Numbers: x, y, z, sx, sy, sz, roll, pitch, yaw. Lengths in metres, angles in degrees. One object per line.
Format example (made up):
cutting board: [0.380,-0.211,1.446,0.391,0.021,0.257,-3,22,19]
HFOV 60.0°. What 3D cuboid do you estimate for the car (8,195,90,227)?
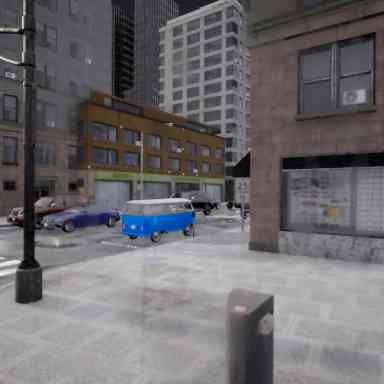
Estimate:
car: [-8.353,1.147,20.326,2.192,1.841,5.009,1,1,35]

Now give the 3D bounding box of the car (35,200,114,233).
car: [-6.129,1.371,18.881,1.812,1.442,4.674,0,1,35]

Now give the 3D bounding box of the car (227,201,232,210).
car: [5.495,1.198,35.331,1.895,1.301,4.718,0,1,36]

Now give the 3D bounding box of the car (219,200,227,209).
car: [1.352,1.191,34.076,1.947,1.339,4.313,1,1,35]

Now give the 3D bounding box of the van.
van: [-1.390,1.221,15.409,1.690,1.788,3.998,1,1,35]

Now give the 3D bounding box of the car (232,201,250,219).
car: [5.080,1.293,24.575,2.008,1.369,4.403,1,1,35]

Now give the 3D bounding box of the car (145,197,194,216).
car: [-1.884,1.239,29.493,1.887,1.381,4.507,1,1,35]

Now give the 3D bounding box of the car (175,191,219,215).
car: [-0.363,0.944,27.041,2.150,2.045,5.566,0,1,35]
